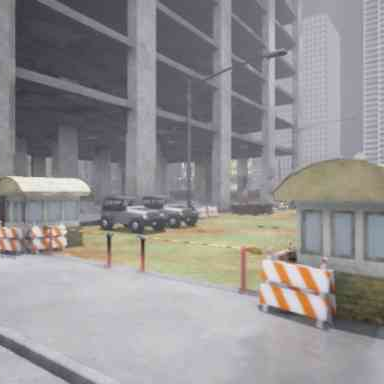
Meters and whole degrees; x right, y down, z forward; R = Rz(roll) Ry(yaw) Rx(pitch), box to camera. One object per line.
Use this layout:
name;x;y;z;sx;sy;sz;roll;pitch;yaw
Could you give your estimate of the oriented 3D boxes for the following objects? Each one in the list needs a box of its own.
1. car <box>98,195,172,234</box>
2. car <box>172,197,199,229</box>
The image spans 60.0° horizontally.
car;-3.333;1.160;18.017;3.866;1.878;1.905;0;0;36
car;-1.611;1.161;20.401;3.866;1.878;1.905;0;0;36
